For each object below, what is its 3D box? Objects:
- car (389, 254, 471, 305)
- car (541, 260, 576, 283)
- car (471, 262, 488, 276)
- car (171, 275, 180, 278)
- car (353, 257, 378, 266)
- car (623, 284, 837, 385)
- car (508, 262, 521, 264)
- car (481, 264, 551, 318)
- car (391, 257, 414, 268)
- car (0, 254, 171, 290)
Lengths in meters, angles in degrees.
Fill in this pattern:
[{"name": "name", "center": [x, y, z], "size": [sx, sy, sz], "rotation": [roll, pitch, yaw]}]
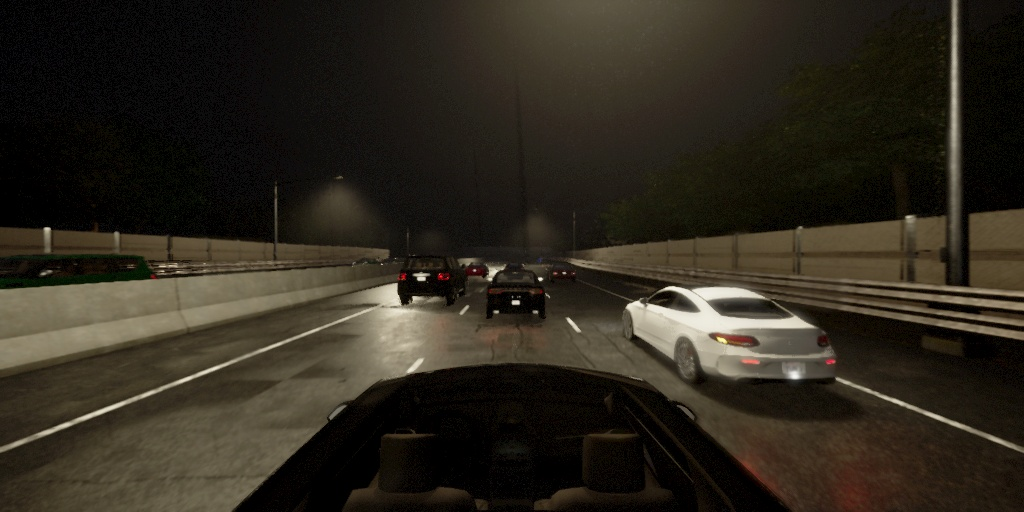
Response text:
[{"name": "car", "center": [-3.375, 0.941, 16.048], "size": [2.150, 2.045, 5.566], "rotation": [0, 0, 0]}, {"name": "car", "center": [3.675, 1.243, 27.603], "size": [2.033, 1.411, 5.357], "rotation": [0, 0, 0]}, {"name": "car", "center": [-3.288, 1.247, 33.686], "size": [1.994, 1.385, 4.181], "rotation": [0, 0, 0]}, {"name": "car", "center": [-17.575, 1.266, 15.713], "size": [2.033, 1.411, 5.357], "rotation": [0, 0, 0]}, {"name": "car", "center": [-20.806, 1.001, 51.134], "size": [2.097, 1.767, 4.553], "rotation": [0, 0, 1]}, {"name": "car", "center": [3.619, 1.265, 6.891], "size": [1.812, 1.442, 4.674], "rotation": [0, 0, 0]}, {"name": "car", "center": [0.214, 1.247, 33.836], "size": [1.994, 1.385, 4.181], "rotation": [0, 0, 0]}, {"name": "car", "center": [0.117, 1.204, 12.929], "size": [1.882, 1.535, 5.008], "rotation": [0, 0, 0]}, {"name": "car", "center": [-17.235, 0.991, 56.632], "size": [2.097, 1.767, 4.553], "rotation": [0, 0, 1]}, {"name": "car", "center": [-14.088, 0.951, 10.810], "size": [2.150, 2.045, 5.566], "rotation": [0, 0, 0]}]
